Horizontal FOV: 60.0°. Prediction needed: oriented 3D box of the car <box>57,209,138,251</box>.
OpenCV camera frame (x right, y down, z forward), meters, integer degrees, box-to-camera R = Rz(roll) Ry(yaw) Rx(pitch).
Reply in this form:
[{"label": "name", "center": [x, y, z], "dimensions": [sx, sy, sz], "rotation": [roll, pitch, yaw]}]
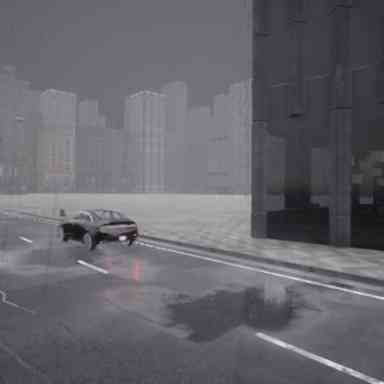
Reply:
[{"label": "car", "center": [-4.153, 1.488, 14.180], "dimensions": [2.128, 1.511, 4.902], "rotation": [0, 0, -41]}]
